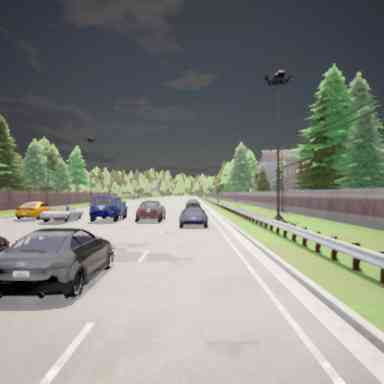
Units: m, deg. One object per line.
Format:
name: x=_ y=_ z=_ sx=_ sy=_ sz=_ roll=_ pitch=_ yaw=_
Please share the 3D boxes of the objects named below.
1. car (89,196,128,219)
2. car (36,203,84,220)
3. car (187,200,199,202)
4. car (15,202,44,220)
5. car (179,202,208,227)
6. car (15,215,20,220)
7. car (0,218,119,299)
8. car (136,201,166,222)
car: x=-6.883 y=1.364 z=27.868 sx=2.150 sy=2.045 sz=5.566 roll=0 pitch=0 yaw=0
car: x=-10.386 y=1.739 z=26.952 sx=1.895 sy=1.301 sz=4.718 roll=0 pitch=0 yaw=0
car: x=0.125 y=1.718 z=41.798 sx=1.837 sy=1.490 sz=4.892 roll=0 pitch=0 yaw=0
car: x=-13.882 y=1.631 z=29.917 sx=1.882 sy=1.535 sz=5.008 roll=0 pitch=0 yaw=0
car: x=0.115 y=1.686 z=23.866 sx=1.994 sy=1.385 sz=4.181 roll=0 pitch=0 yaw=0
car: x=-6.908 y=1.573 z=9.088 sx=1.812 sy=1.442 sz=4.674 roll=0 pitch=0 yaw=0
car: x=-3.393 y=1.609 z=8.619 sx=1.994 sy=1.385 sz=4.181 roll=0 pitch=0 yaw=0
car: x=-3.383 y=1.495 z=27.956 sx=2.097 sy=1.767 sz=4.553 roll=0 pitch=0 yaw=0
